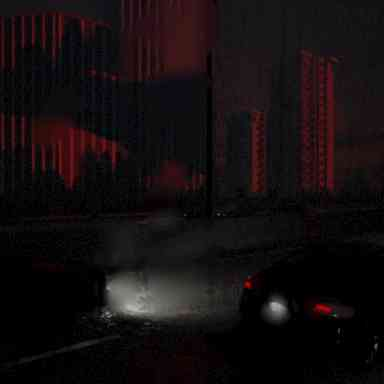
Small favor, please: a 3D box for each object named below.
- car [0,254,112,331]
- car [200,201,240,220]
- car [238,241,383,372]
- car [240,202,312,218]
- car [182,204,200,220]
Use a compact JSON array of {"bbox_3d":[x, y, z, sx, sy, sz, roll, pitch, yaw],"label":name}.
[{"bbox_3d":[-4.075,1.544,5.143,5.357,1.411,2.033,0,0,-35],"label":"car"},{"bbox_3d":[3.303,1.459,23.471,5.008,1.535,1.882,0,0,-35],"label":"car"},{"bbox_3d":[2.802,1.559,5.712,4.181,1.385,1.994,0,0,-35],"label":"car"},{"bbox_3d":[5.562,1.488,20.781,4.892,1.490,1.837,0,0,-35],"label":"car"},{"bbox_3d":[1.444,1.485,26.442,4.892,1.490,1.837,0,0,-35],"label":"car"}]
